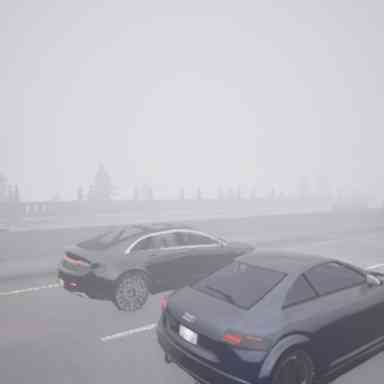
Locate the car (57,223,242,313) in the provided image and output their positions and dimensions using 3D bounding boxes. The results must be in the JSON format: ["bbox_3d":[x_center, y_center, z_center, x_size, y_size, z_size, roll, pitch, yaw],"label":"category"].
[{"bbox_3d":[-0.494,1.484,7.700,4.902,1.511,2.128,0,0,-36],"label":"car"}]

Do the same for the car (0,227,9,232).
[{"bbox_3d":[-8.314,1.568,10.959,4.181,1.385,1.994,0,0,-36],"label":"car"}]

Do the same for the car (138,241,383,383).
[{"bbox_3d":[1.587,1.557,4.887,4.181,1.385,1.994,0,0,-36],"label":"car"}]

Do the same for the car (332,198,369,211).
[{"bbox_3d":[18.519,1.459,38.784,5.357,1.411,2.033,0,0,-36],"label":"car"}]
